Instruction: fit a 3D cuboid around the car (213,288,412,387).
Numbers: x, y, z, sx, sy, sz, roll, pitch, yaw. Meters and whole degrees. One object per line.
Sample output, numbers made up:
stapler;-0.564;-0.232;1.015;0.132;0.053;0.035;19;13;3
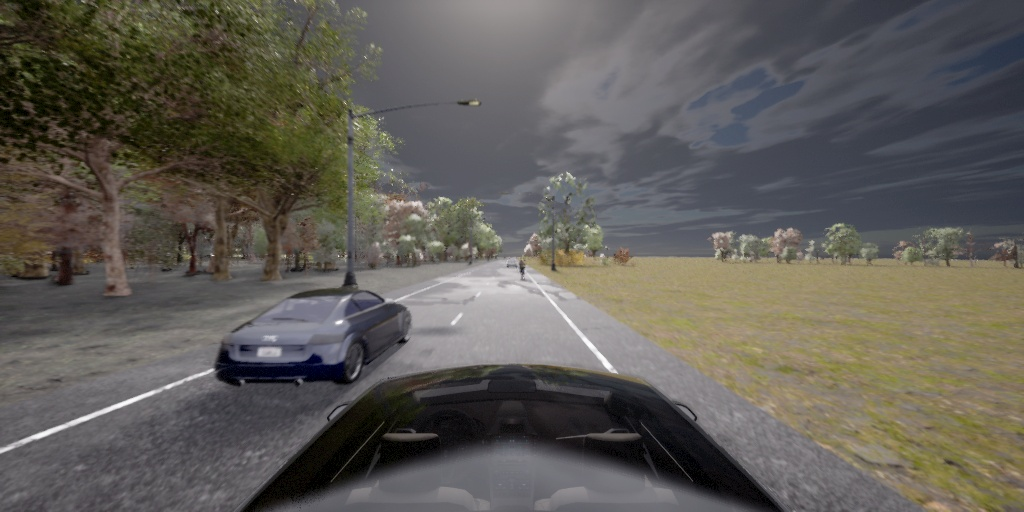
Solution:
car;-3.400;1.317;7.035;1.994;1.385;4.181;0;0;0

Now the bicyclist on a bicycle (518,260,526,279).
bicyclist on a bicycle;0.969;1.221;31.172;0.582;1.620;1.656;0;0;0
